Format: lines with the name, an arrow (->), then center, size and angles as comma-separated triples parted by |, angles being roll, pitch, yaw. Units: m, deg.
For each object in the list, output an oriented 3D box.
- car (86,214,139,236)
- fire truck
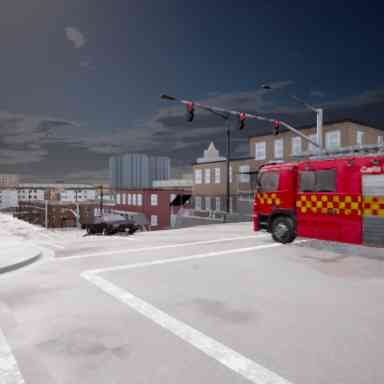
car -> -5.598, 2.249, 22.735 | 2.033, 1.411, 5.357 | 0, -6, -36
fire truck -> 6.350, 0.259, 12.596 | 2.891, 3.827, 8.468 | 0, 0, -36
